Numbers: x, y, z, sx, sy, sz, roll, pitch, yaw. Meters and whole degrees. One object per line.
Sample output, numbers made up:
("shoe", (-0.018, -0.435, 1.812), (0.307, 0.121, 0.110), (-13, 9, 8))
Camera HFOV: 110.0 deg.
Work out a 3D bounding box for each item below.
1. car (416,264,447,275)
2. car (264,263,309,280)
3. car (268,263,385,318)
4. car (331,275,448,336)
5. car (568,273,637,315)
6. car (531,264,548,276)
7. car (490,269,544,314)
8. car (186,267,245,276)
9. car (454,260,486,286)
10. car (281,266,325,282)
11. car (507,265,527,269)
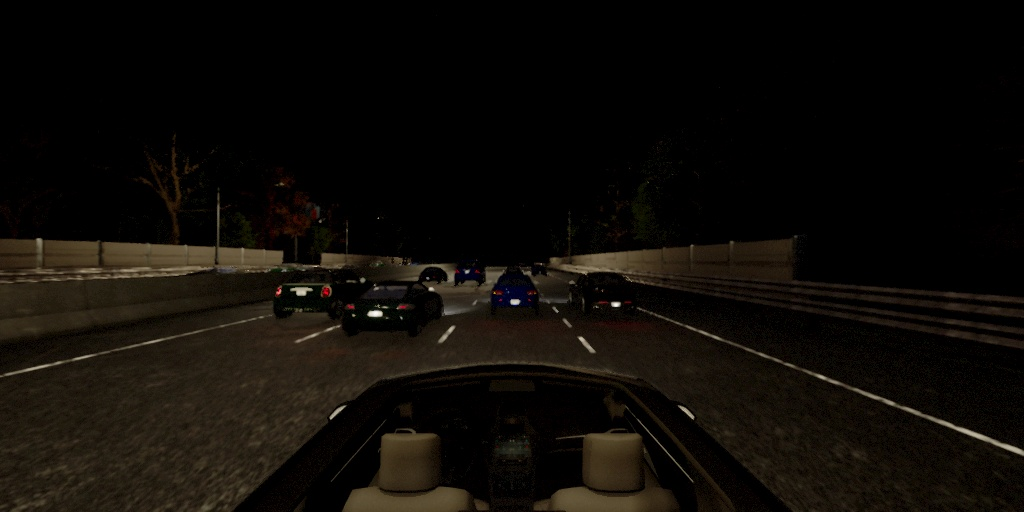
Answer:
("car", (-6.898, 1.677, 31.611), (1.812, 1.442, 4.674), (0, -1, 0))
("car", (-24.586, 1.607, 39.337), (2.097, 1.767, 4.553), (0, -1, 0))
("car", (-6.900, 1.263, 13.867), (2.097, 1.767, 4.553), (0, -1, 0))
("car", (-3.396, 1.436, 10.926), (1.994, 1.385, 4.181), (0, -1, 0))
("car", (3.503, 1.413, 14.510), (1.837, 1.490, 4.892), (0, -1, 0))
("car", (3.500, 1.887, 47.163), (1.812, 1.442, 4.674), (0, -1, 0))
("car", (0.102, 1.448, 14.653), (1.812, 1.442, 4.674), (0, -1, 0))
("car", (-28.094, 1.732, 34.286), (2.033, 1.411, 5.357), (0, -1, 0))
("car", (-3.401, 1.347, 29.735), (2.150, 2.045, 5.566), (0, -1, 0))
("car", (-21.092, 1.778, 36.340), (1.994, 1.385, 4.181), (0, -1, 0))
("car", (0.104, 1.710, 31.215), (1.994, 1.385, 4.181), (0, -1, 0))
